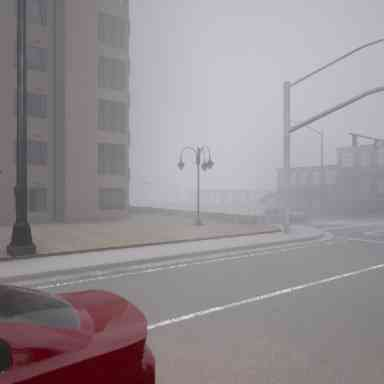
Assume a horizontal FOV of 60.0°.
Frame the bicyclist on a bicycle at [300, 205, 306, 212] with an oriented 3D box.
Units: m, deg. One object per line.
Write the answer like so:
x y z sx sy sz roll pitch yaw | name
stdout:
13.549 2.464 40.681 1.656 1.620 0.582 0 -8 -35 | bicyclist on a bicycle

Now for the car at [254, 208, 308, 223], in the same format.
7.934 2.096 29.818 1.895 1.301 4.718 0 -4 -36 | car

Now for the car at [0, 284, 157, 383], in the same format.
-2.651 1.477 2.120 5.008 1.535 1.882 0 0 -35 | car
